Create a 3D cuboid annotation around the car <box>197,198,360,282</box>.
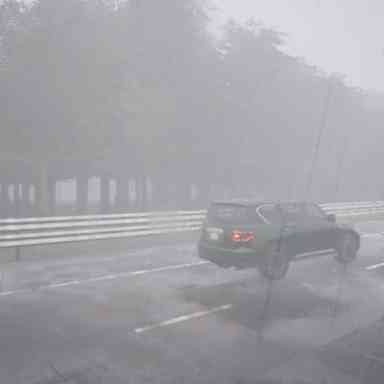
[{"bbox_3d":[2.746,1.202,10.002,5.566,2.045,2.150,0,0,-35],"label":"car"}]
